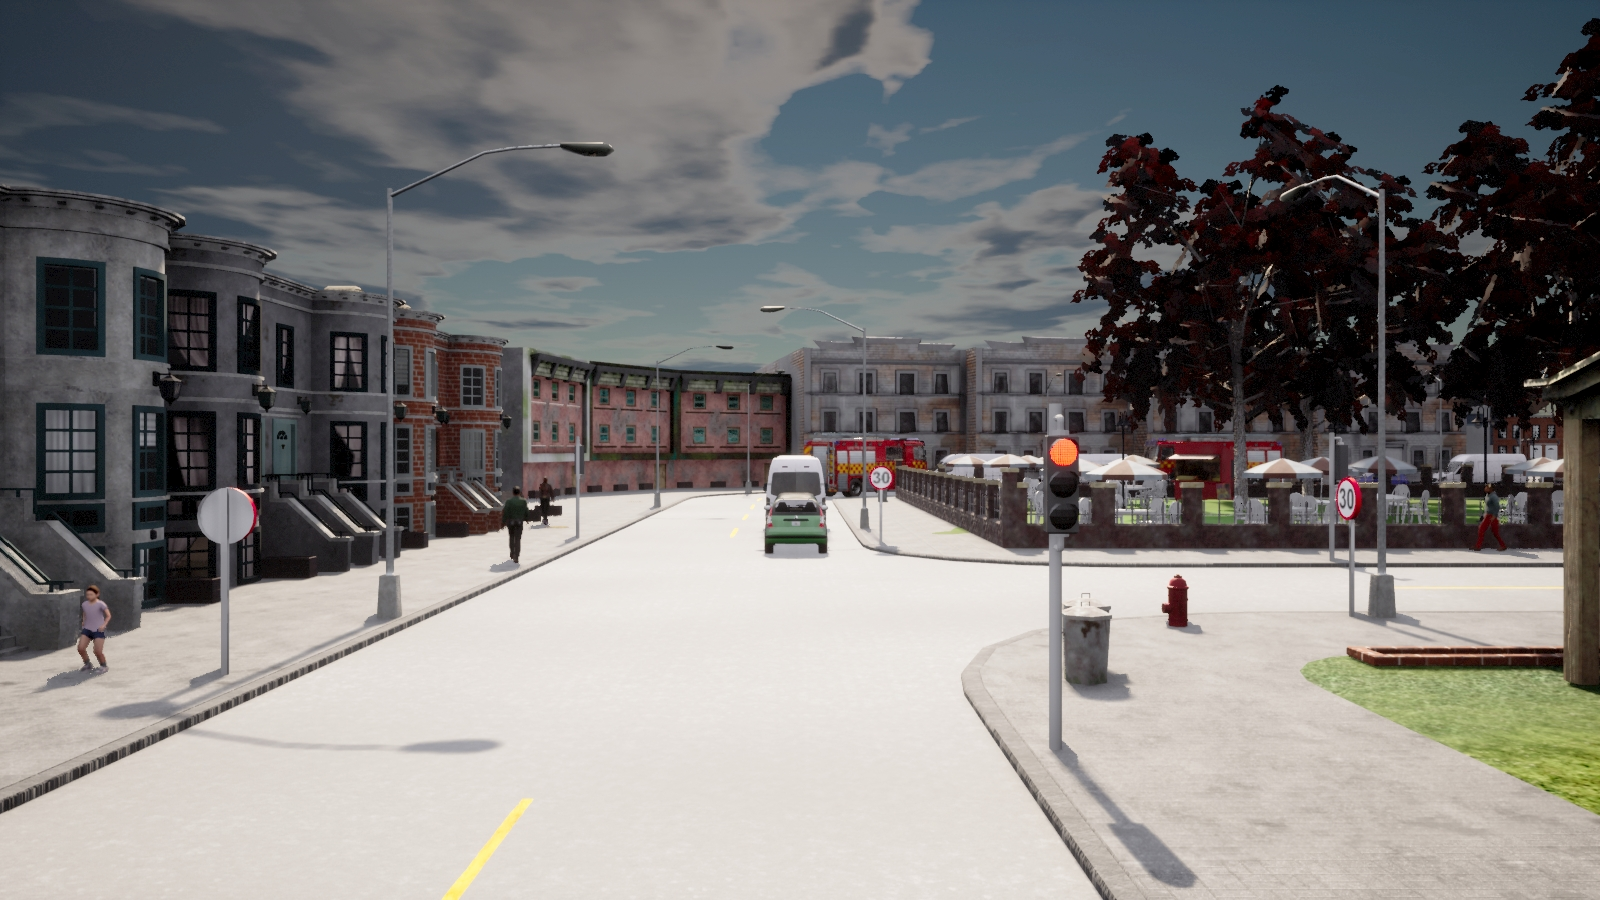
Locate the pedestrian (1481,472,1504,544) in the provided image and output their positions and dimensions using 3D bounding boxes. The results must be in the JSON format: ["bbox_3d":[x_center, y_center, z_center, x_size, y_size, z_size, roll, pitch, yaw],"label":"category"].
[{"bbox_3d":[18.147,1.517,29.934,0.375,1.860,0.375,0,0,1],"label":"pedestrian"}]

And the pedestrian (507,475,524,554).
[{"bbox_3d":[-6.764,1.524,27.138,0.375,1.860,0.375,0,0,-16],"label":"pedestrian"}]

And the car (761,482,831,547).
[{"bbox_3d":[-0.119,1.779,32.373,1.851,1.617,3.988,0,0,0],"label":"car"}]

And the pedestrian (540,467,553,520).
[{"bbox_3d":[-8.983,1.525,40.430,0.375,1.860,0.375,0,0,1],"label":"pedestrian"}]

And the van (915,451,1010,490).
[{"bbox_3d":[10.550,1.314,74.428,5.915,2.561,1.988,0,0,0],"label":"van"}]

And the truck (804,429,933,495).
[{"bbox_3d":[4.295,0.672,70.228,8.468,3.827,2.891,0,0,-43],"label":"truck"}]

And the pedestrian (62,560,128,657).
[{"bbox_3d":[-8.503,1.904,13.788,0.500,1.100,0.500,0,0,-2],"label":"pedestrian"}]

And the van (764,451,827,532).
[{"bbox_3d":[-0.147,1.315,39.074,1.988,2.561,5.915,0,0,0],"label":"van"}]
